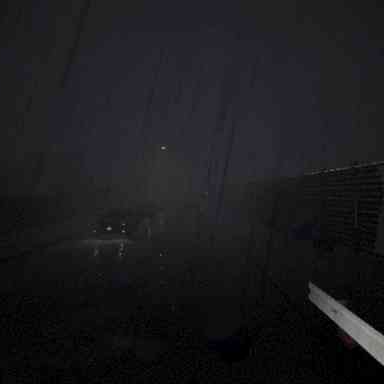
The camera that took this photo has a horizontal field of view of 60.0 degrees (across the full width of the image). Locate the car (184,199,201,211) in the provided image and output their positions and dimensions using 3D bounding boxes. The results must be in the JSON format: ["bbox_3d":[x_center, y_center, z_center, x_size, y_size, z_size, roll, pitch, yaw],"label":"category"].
[{"bbox_3d":[0.045,1.674,43.997,1.837,1.490,4.892,0,0,0],"label":"car"}]

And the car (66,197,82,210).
[{"bbox_3d":[-14.568,1.321,38.465,3.633,1.501,1.845,0,0,-3],"label":"car"}]

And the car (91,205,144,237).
[{"bbox_3d":[-4.101,1.635,18.425,1.994,1.385,4.181,0,0,0],"label":"car"}]

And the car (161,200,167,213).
[{"bbox_3d":[-4.061,1.626,38.759,1.882,1.535,5.008,0,0,0],"label":"car"}]

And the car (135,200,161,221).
[{"bbox_3d":[-4.096,1.587,28.497,1.882,1.535,5.008,0,0,0],"label":"car"}]
